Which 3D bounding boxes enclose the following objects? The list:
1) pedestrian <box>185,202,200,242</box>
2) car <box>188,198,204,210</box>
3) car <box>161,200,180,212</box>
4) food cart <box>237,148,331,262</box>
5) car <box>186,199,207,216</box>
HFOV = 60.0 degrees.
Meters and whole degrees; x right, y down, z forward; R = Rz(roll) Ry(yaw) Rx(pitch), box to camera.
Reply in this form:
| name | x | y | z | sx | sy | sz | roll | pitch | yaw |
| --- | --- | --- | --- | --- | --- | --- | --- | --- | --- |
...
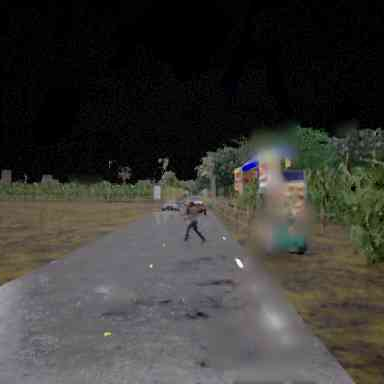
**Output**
| name | x | y | z | sx | sy | sz | roll | pitch | yaw |
| --- | --- | --- | --- | --- | --- | --- | --- | --- | --- |
| pedestrian | 0.023 | 1.288 | 14.499 | 0.375 | 1.860 | 0.375 | 1 | -1 | 1 |
| car | 0.523 | 1.551 | 42.793 | 1.994 | 1.385 | 4.181 | 0 | 0 | 1 |
| car | -2.374 | 1.552 | 37.942 | 1.994 | 1.385 | 4.181 | 0 | 0 | 1 |
| food cart | 3.235 | 0.461 | 12.866 | 2.280 | 3.560 | 4.660 | -1 | -1 | 1 |
| car | 0.460 | 1.467 | 32.926 | 1.882 | 1.535 | 5.008 | 0 | 0 | 1 |
